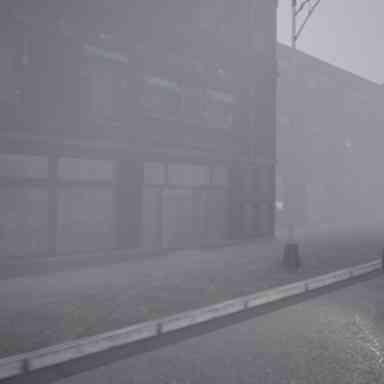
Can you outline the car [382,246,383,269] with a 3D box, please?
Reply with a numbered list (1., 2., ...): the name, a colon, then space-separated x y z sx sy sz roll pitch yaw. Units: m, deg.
1. car: 7.083 1.122 8.451 5.566 2.045 2.150 -2 1 -35
